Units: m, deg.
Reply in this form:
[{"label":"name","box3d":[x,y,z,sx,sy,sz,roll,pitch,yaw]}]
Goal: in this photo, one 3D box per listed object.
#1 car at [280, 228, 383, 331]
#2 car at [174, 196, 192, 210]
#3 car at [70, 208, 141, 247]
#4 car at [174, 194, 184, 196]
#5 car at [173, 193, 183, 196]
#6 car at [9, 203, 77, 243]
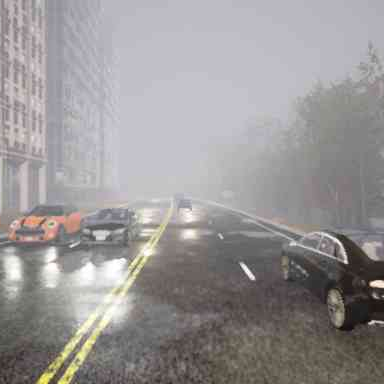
[{"label":"car","box3d":[3.220,1.487,6.830,2.128,1.511,4.902,0,0,0]},{"label":"car","box3d":[-0.982,1.511,41.757,2.033,1.411,5.357,0,0,-2]},{"label":"car","box3d":[-3.494,1.484,15.071,2.128,1.511,4.902,0,0,-1]},{"label":"car","box3d":[-1.724,1.507,57.375,1.994,1.385,4.181,0,0,-4]},{"label":"car","box3d":[-2.954,1.140,73.600,2.150,2.045,5.566,0,0,-5]},{"label":"car","box3d":[-6.761,1.346,15.976,2.097,1.767,4.553,0,0,-1]}]
